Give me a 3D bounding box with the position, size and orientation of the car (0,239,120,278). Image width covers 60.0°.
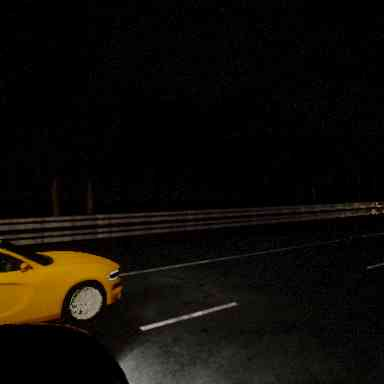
[{"bbox_3d":[-3.642,1.477,5.448,5.008,1.535,1.882,0,0,-35],"label":"car"}]

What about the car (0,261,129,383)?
[{"bbox_3d":[-2.420,1.567,2.021,4.181,1.385,1.994,0,0,-35],"label":"car"}]
